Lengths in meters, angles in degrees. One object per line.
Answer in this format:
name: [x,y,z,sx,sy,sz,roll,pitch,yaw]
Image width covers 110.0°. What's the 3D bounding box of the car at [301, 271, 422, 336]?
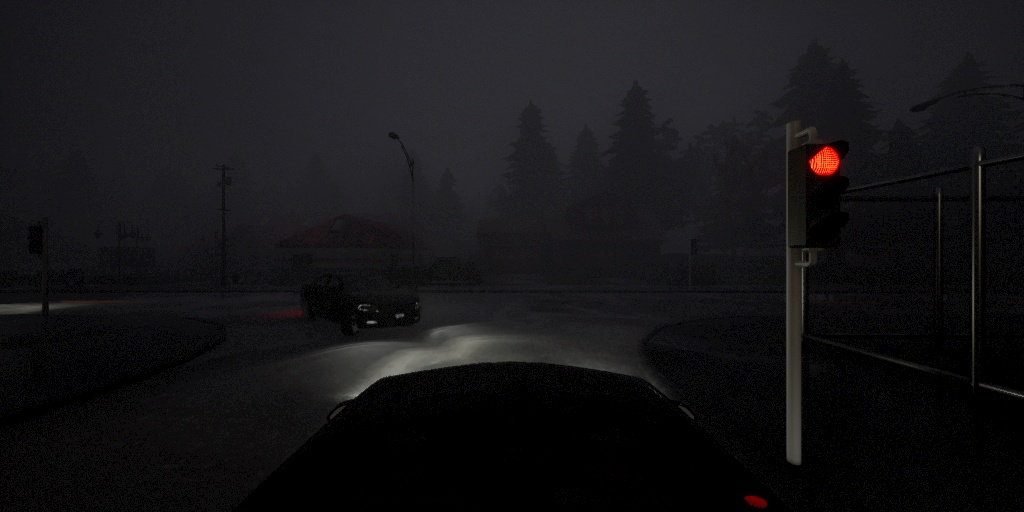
car: [-4.627,1.228,10.733,5.008,1.535,1.882,0,-2,43]
